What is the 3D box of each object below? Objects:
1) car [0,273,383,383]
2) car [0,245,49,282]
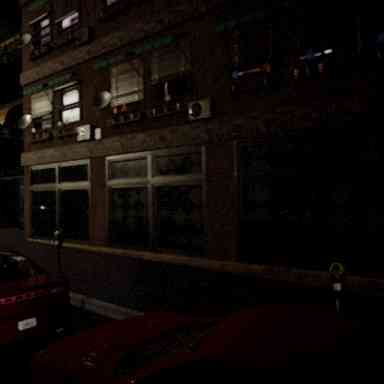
[{"bbox_3d":[0.604,1.544,2.314,4.507,1.381,1.887,0,-1,36],"label":"car"},{"bbox_3d":[-3.899,1.534,5.524,4.507,1.381,1.887,0,-1,36],"label":"car"}]
